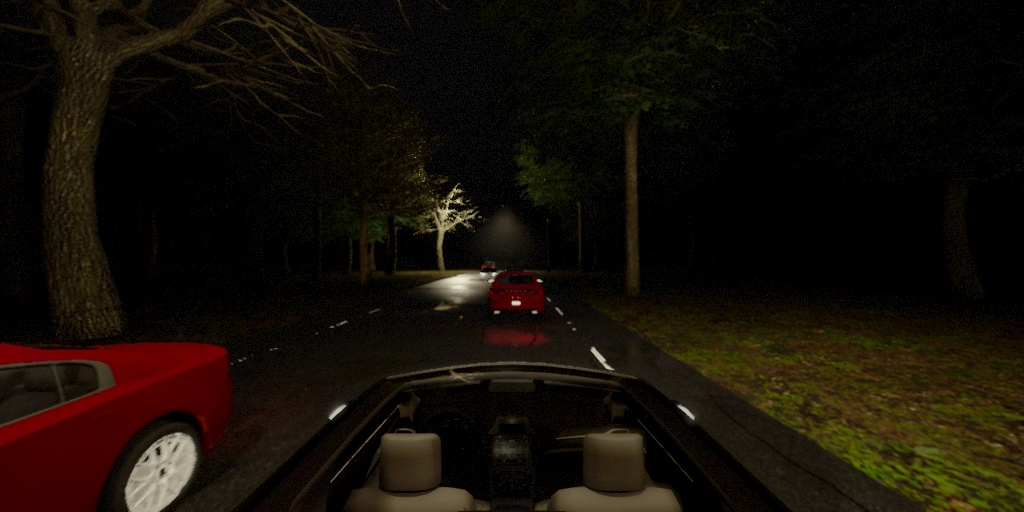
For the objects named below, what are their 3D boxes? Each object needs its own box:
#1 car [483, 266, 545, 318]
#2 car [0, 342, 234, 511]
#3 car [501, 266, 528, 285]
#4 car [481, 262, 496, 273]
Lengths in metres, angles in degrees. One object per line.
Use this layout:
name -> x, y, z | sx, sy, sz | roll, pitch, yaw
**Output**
car -> 0.132, 1.320, 13.520 | 1.882, 1.535, 5.008 | 0, 0, 0
car -> -3.600, 1.224, 1.314 | 1.882, 1.535, 5.008 | 0, 0, 0
car -> 0.177, 1.549, 29.930 | 2.033, 1.411, 5.357 | 0, -1, 0
car -> -3.420, 1.621, 53.393 | 2.097, 1.767, 4.553 | 0, -1, 1
